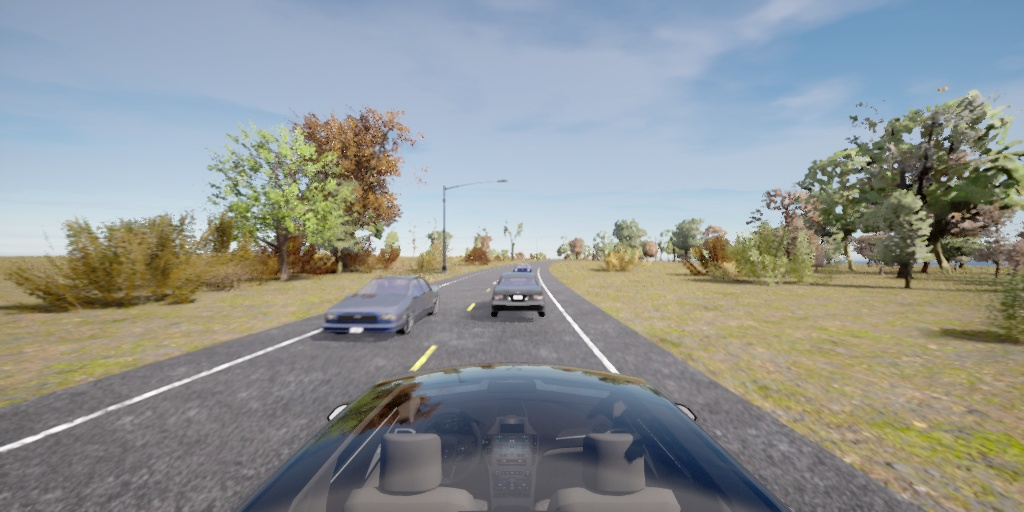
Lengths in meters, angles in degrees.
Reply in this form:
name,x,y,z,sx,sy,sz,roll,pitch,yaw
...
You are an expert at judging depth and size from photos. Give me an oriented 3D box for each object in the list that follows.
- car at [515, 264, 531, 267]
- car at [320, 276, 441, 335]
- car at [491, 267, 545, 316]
name,x,y,z,sx,sy,sz,roll,pitch,yaw
car,1.117,1.417,36.368,1.895,1.301,4.718,0,0,3
car,-3.498,1.314,10.832,2.033,1.411,5.357,0,0,1
car,0.236,1.321,13.507,2.033,1.411,5.357,0,0,1
